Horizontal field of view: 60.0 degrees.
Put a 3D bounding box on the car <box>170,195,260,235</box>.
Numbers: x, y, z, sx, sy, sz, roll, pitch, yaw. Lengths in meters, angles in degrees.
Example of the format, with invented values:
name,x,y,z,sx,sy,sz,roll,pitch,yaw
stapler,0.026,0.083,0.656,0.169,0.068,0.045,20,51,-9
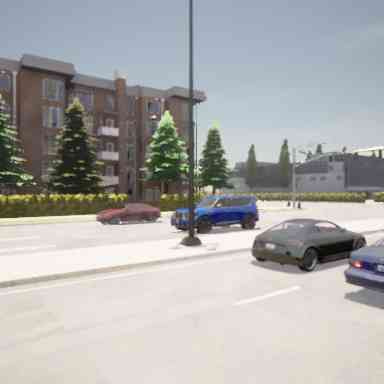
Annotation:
name,x,y,z,sx,sy,sz,roll,pitch,yaw
car,1.471,1.201,19.162,5.566,2.045,2.150,0,0,-36

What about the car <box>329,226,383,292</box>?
name,x,y,z,sx,sy,sz,roll,pitch,yaw
car,5.787,1.533,7.896,5.357,1.411,2.033,0,0,-35

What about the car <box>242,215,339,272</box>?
name,x,y,z,sx,sy,sz,roll,pitch,yaw
car,3.919,1.549,10.862,4.181,1.385,1.994,0,0,-36

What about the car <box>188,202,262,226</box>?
name,x,y,z,sx,sy,sz,roll,pitch,yaw
car,2.479,1.522,24.183,5.357,1.411,2.033,0,0,-36

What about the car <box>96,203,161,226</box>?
name,x,y,z,sx,sy,sz,roll,pitch,yaw
car,-4.391,1.510,23.569,4.674,1.442,1.812,0,0,-36
